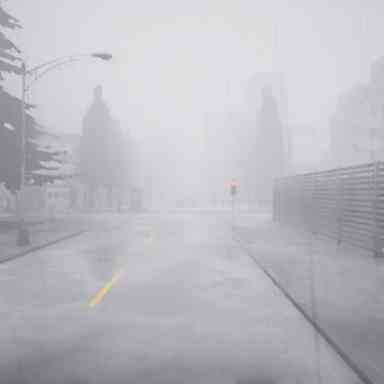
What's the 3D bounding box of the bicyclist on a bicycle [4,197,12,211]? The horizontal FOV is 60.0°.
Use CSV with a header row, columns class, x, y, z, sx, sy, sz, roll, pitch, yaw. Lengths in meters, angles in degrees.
class,x,y,z,sx,sy,sz,roll,pitch,yaw
bicyclist on a bicycle,-21.548,1.403,39.011,0.582,1.620,1.656,0,0,0
